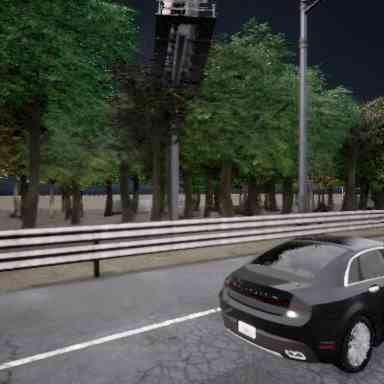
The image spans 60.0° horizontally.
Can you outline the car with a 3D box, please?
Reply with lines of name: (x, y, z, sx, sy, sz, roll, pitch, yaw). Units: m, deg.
car: (2.674, 1.514, 5.655, 4.892, 1.490, 1.837, 0, 0, -35)
